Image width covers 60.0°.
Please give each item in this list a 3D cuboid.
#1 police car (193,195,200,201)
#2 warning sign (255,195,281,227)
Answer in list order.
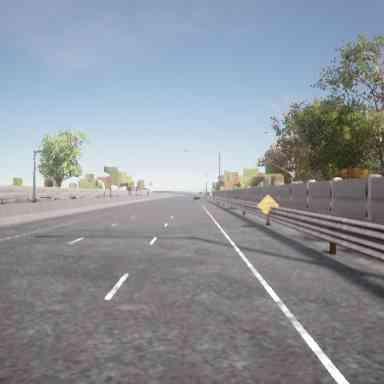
[{"bbox_3d":[1.225,1.605,90.016,1.930,1.638,5.238,0,0,0],"label":"police car"},{"bbox_3d":[4.549,1.097,19.907,1.300,1.860,1.060,0,0,0],"label":"warning sign"}]
